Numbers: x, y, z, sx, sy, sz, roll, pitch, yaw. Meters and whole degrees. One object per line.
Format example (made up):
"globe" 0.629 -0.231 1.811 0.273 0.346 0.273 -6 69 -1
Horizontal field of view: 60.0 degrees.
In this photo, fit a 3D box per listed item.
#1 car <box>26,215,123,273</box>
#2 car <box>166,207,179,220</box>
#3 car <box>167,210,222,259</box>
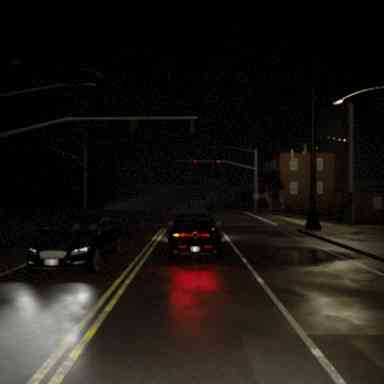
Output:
"car" -3.562 1.535 10.917 2.128 1.511 4.902 0 0 0
"car" -3.541 3.985 60.958 2.033 1.411 5.357 0 -12 1
"car" 0.100 1.555 12.900 1.837 1.490 4.892 0 0 0
